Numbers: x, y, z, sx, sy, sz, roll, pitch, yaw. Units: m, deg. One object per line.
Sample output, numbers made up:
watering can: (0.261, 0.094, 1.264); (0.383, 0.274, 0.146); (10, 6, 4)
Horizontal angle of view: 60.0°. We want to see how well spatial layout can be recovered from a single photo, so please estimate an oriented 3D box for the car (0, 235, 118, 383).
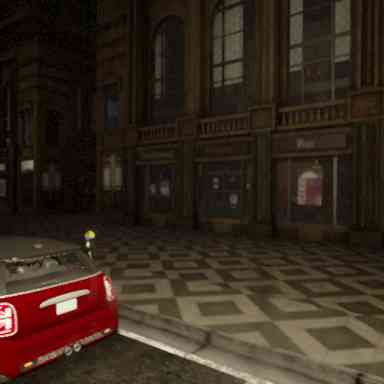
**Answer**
car: (-3.102, 1.405, 5.184); (4.097, 1.590, 1.967); (0, 0, 36)
